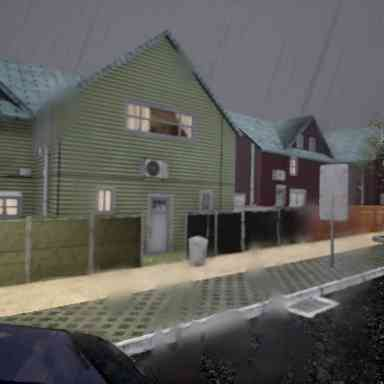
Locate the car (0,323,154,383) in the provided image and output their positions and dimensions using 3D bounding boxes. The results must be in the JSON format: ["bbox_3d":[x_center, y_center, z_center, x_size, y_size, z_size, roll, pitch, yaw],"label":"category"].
[{"bbox_3d":[-2.128,1.556,1.626,4.181,1.385,1.994,1,0,-36],"label":"car"}]
